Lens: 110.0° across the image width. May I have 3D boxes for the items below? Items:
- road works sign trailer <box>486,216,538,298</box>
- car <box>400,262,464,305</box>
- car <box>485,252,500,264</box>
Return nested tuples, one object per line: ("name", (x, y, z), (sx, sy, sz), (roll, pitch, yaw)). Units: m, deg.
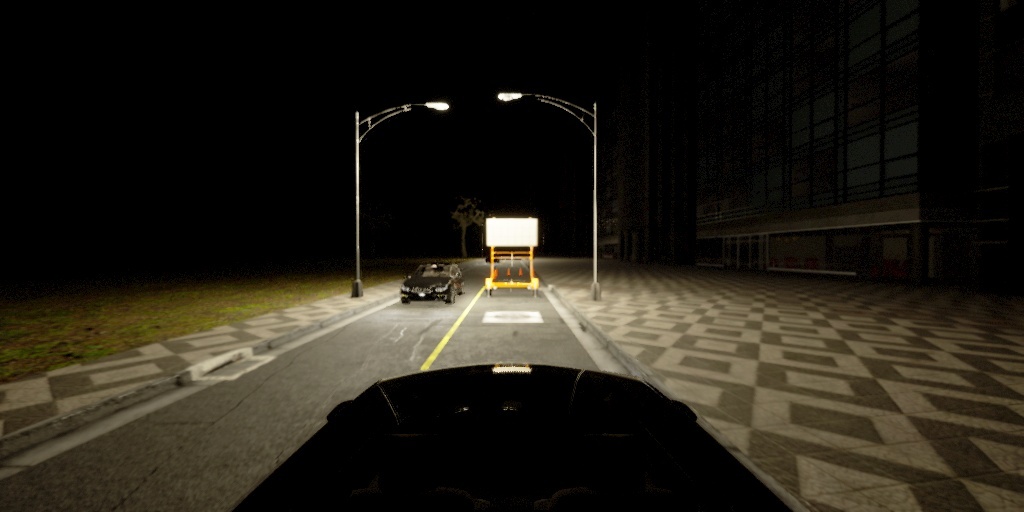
("road works sign trailer", (0.001, -0.028, 16.695), (2.380, 3.560, 2.880), (0, 0, 0))
("car", (-3.099, 1.043, 14.768), (1.837, 1.490, 4.892), (0, 1, 0))
("car", (-3.055, 0.230, 56.080), (2.097, 1.767, 4.553), (0, 1, 0))
